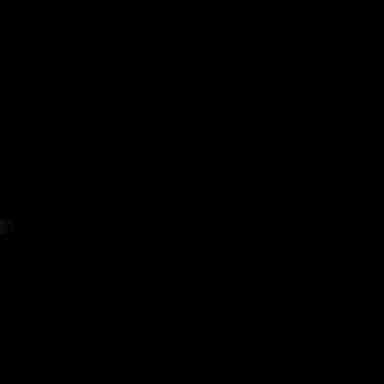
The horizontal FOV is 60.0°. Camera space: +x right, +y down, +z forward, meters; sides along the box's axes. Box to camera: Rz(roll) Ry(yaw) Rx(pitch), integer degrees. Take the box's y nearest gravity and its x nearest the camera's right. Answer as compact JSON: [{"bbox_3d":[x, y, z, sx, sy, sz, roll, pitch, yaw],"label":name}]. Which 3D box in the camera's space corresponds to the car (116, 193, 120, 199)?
[{"bbox_3d":[-16.444,0.787,70.579,1.994,1.385,4.181,0,3,-11],"label":"car"}]

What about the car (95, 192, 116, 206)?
[{"bbox_3d":[-13.880,1.061,52.533,2.150,2.045,5.566,-1,1,-6],"label":"car"}]
